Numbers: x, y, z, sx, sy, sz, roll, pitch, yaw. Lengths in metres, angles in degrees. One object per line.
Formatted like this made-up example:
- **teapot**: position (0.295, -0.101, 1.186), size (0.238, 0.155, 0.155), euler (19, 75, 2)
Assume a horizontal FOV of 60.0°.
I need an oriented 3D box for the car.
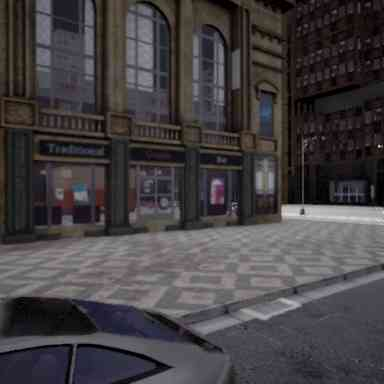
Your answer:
- **car**: position (-1.627, 1.564, 2.216), size (4.181, 1.385, 1.994), euler (0, 0, -35)
